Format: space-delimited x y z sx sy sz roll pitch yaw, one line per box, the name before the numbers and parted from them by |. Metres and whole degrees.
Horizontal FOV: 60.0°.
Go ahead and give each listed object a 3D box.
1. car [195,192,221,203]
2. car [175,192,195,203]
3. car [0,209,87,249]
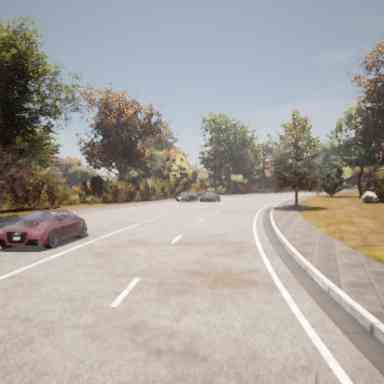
car | 2.464 0.737 45.723 1.994 1.385 4.181 -1 1 23
car | -0.689 0.698 47.254 2.128 1.511 4.902 -1 1 23
car | -6.036 1.437 13.863 1.994 1.385 4.181 0 1 7
